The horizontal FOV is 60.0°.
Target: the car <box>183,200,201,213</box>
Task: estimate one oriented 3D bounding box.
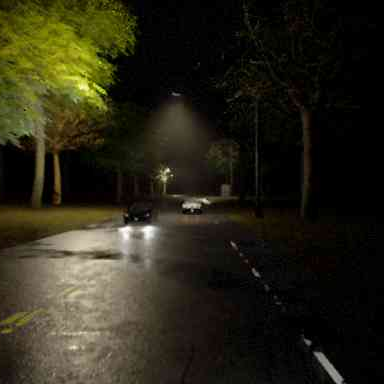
[{"bbox_3d":[0.012,1.507,35.238,1.895,1.301,4.718,0,0,0],"label":"car"}]

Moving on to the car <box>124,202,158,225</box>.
[{"bbox_3d":[-3.556,1.468,23.772,1.812,1.442,4.674,0,0,1],"label":"car"}]
